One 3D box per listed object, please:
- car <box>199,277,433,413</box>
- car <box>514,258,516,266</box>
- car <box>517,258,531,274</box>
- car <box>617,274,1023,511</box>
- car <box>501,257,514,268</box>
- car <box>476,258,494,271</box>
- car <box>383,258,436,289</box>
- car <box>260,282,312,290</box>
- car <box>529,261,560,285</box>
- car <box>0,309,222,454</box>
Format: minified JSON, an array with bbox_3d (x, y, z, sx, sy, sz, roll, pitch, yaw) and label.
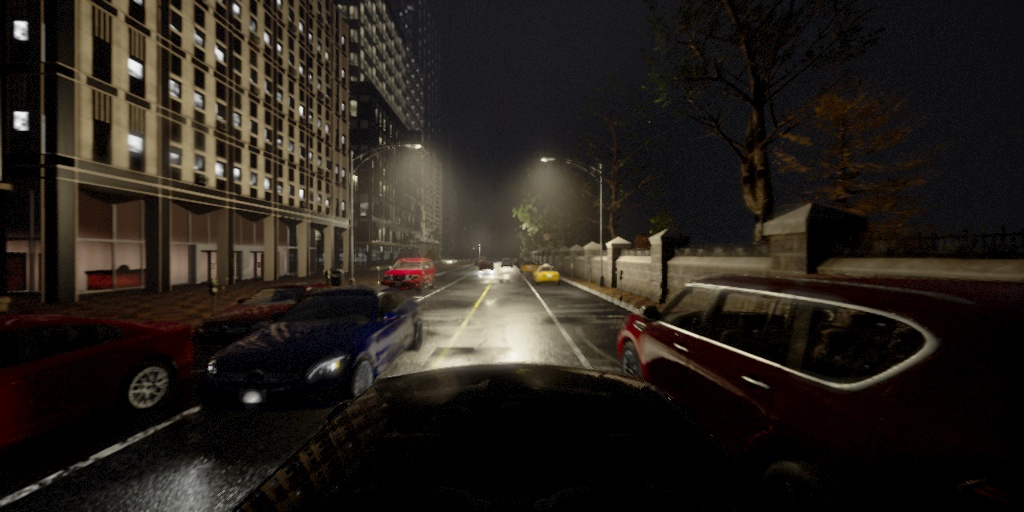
[{"bbox_3d":[-2.851,1.274,6.250,1.812,1.442,4.674,0,0,0],"label":"car"},{"bbox_3d":[1.756,1.264,58.800,1.948,1.339,4.313,0,0,-1],"label":"car"},{"bbox_3d":[1.823,1.177,40.256,1.801,1.575,5.366,0,0,-1],"label":"car"},{"bbox_3d":[2.566,1.063,3.323,2.192,1.841,5.009,0,0,0],"label":"car"},{"bbox_3d":[-0.808,1.225,58.870,1.812,1.442,4.674,0,0,-1],"label":"car"},{"bbox_3d":[-3.407,1.313,48.552,1.895,1.301,4.718,0,0,-1],"label":"car"},{"bbox_3d":[-5.553,1.056,19.934,2.192,1.841,5.009,0,0,-1],"label":"car"},{"bbox_3d":[-5.476,1.330,8.839,1.802,1.307,4.207,0,0,0],"label":"car"},{"bbox_3d":[2.406,1.259,25.684,1.751,1.417,4.829,0,0,-1],"label":"car"},{"bbox_3d":[-5.459,1.296,3.289,1.888,1.381,4.507,0,0,0],"label":"car"}]
